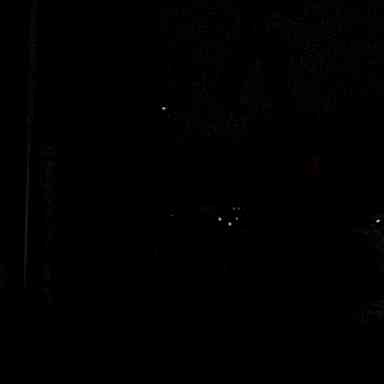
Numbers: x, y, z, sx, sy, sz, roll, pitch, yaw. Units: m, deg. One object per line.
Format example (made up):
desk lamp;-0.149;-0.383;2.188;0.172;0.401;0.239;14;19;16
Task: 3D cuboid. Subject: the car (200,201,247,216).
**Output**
car;3.239;1.694;35.409;2.033;1.411;5.357;2;0;-36

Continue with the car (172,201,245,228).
car;0.707;1.504;21.837;2.033;1.411;5.357;2;-1;-36

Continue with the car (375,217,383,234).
car;12.139;1.599;17.332;1.812;1.442;4.674;1;-1;-35
